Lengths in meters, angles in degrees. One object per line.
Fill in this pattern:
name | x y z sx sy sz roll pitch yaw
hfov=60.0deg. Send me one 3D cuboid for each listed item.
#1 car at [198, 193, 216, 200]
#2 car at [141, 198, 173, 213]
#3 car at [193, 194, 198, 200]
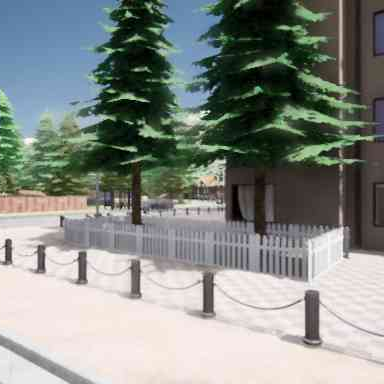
car | 4.339 1.126 84.101 1.932 1.855 4.605 0 0 36
car | -4.174 1.466 37.441 2.128 1.511 4.902 0 0 37
car | 2.074 1.127 85.259 1.905 1.878 3.866 0 0 36
